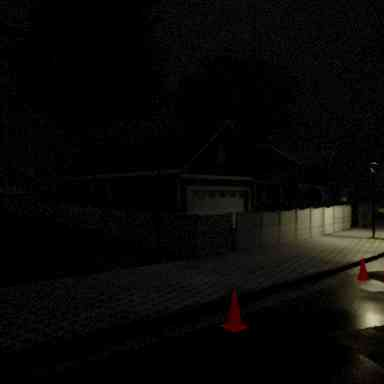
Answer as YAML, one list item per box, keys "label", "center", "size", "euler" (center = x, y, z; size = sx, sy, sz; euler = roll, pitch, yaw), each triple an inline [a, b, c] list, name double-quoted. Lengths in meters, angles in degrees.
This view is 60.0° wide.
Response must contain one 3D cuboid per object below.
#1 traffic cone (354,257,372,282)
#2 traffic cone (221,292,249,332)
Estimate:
- label: "traffic cone"
  center: [4.493, 2.008, 8.736]
  size: [0.340, 0.580, 0.340]
  euler: [0, 0, -41]
- label: "traffic cone"
  center: [0.726, 1.988, 5.628]
  size: [0.340, 0.580, 0.340]
  euler: [0, 0, -38]
